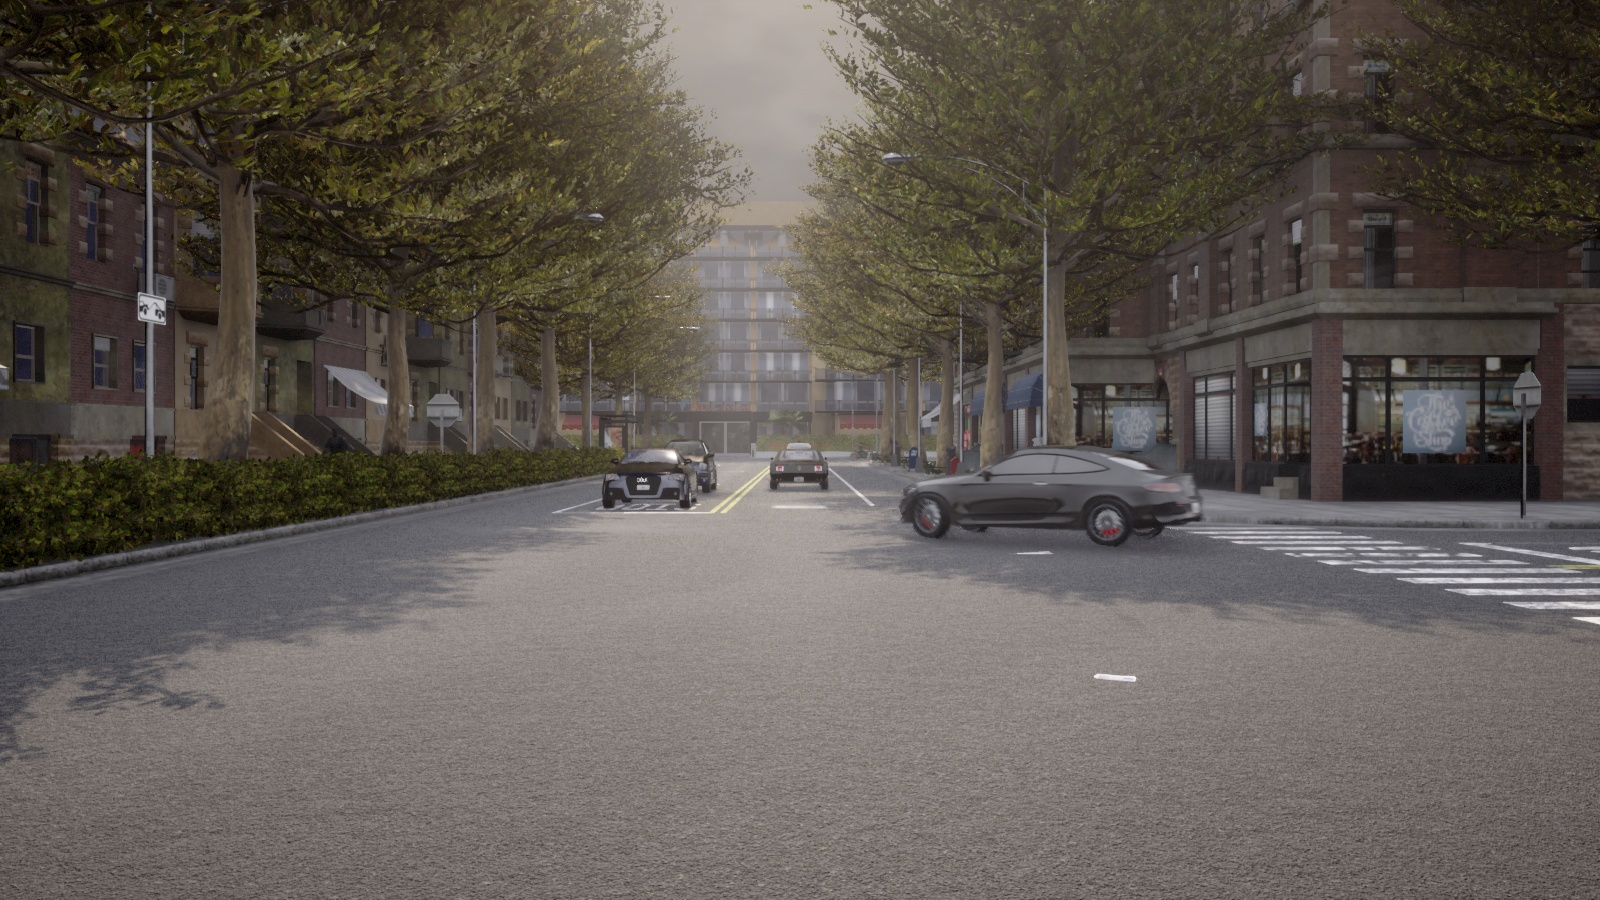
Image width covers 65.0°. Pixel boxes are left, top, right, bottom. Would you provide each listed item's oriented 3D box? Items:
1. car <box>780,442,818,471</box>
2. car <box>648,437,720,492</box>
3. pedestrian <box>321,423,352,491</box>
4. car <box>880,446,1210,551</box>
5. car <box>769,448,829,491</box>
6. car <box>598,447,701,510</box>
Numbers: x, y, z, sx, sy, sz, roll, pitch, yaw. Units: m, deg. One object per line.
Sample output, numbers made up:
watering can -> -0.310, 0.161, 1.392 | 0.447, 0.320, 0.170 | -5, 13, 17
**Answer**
car -> -0.049, 0.314, 67.182 | 2.007, 1.525, 4.514 | 0, 0, 0
car -> -3.528, 0.422, 38.868 | 1.851, 1.617, 3.988 | 0, 0, 0
pedestrian -> -13.079, 0.193, 35.431 | 0.563, 1.883, 0.849 | 0, 0, -1
car -> 3.717, 0.666, 19.406 | 4.674, 1.442, 1.812 | 0, 1, 33
car -> -0.030, 0.611, 41.733 | 1.895, 1.301, 4.718 | 0, 0, 0
car -> -3.518, 0.638, 30.072 | 1.994, 1.385, 4.181 | 0, 0, 0
